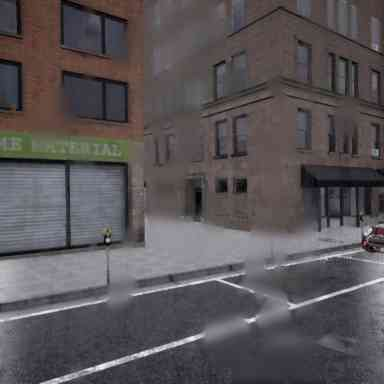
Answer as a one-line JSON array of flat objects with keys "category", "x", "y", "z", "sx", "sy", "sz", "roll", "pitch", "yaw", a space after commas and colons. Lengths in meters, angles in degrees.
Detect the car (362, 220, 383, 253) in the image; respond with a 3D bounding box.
[{"category": "car", "x": 8.138, "y": 1.439, "z": 12.410, "sx": 4.097, "sy": 1.590, "sz": 1.967, "roll": 0, "pitch": -1, "yaw": -35}]
